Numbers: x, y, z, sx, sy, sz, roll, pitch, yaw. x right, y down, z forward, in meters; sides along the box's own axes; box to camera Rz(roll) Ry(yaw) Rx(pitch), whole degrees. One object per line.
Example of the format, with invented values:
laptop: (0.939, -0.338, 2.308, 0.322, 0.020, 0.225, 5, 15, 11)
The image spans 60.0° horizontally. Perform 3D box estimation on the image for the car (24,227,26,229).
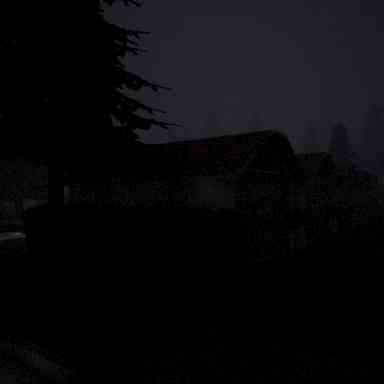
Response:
car: (-9.459, 1.864, 23.774, 2.097, 1.767, 4.553, -1, -1, 36)
